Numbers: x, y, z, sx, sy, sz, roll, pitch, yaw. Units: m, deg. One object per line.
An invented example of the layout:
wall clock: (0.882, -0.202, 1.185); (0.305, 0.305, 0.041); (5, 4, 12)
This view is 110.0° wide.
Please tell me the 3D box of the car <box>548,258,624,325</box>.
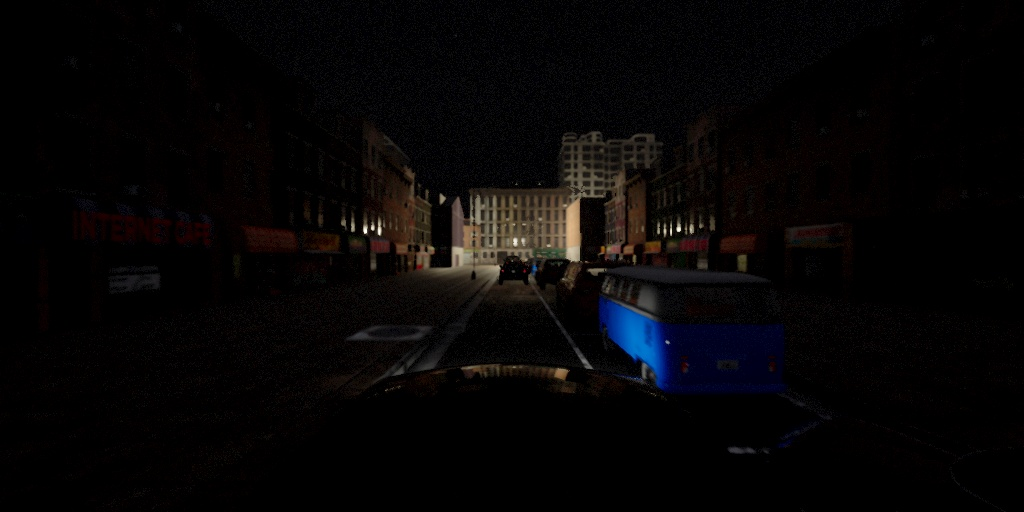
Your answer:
car: (2.640, 1.064, 11.700); (2.192, 1.841, 5.009); (0, 0, 0)

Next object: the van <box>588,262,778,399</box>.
van: (2.639, 1.090, 6.228); (1.690, 1.789, 3.998); (0, 0, 0)

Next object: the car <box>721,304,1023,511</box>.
car: (2.639, 1.189, 0.753); (1.967, 1.591, 4.097); (0, 0, 0)

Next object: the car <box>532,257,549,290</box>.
car: (2.642, 1.066, 22.654); (2.192, 1.841, 5.009); (0, 0, 0)

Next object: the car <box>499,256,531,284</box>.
car: (0.104, 1.103, 26.943); (2.097, 1.767, 4.553); (0, 0, 0)
